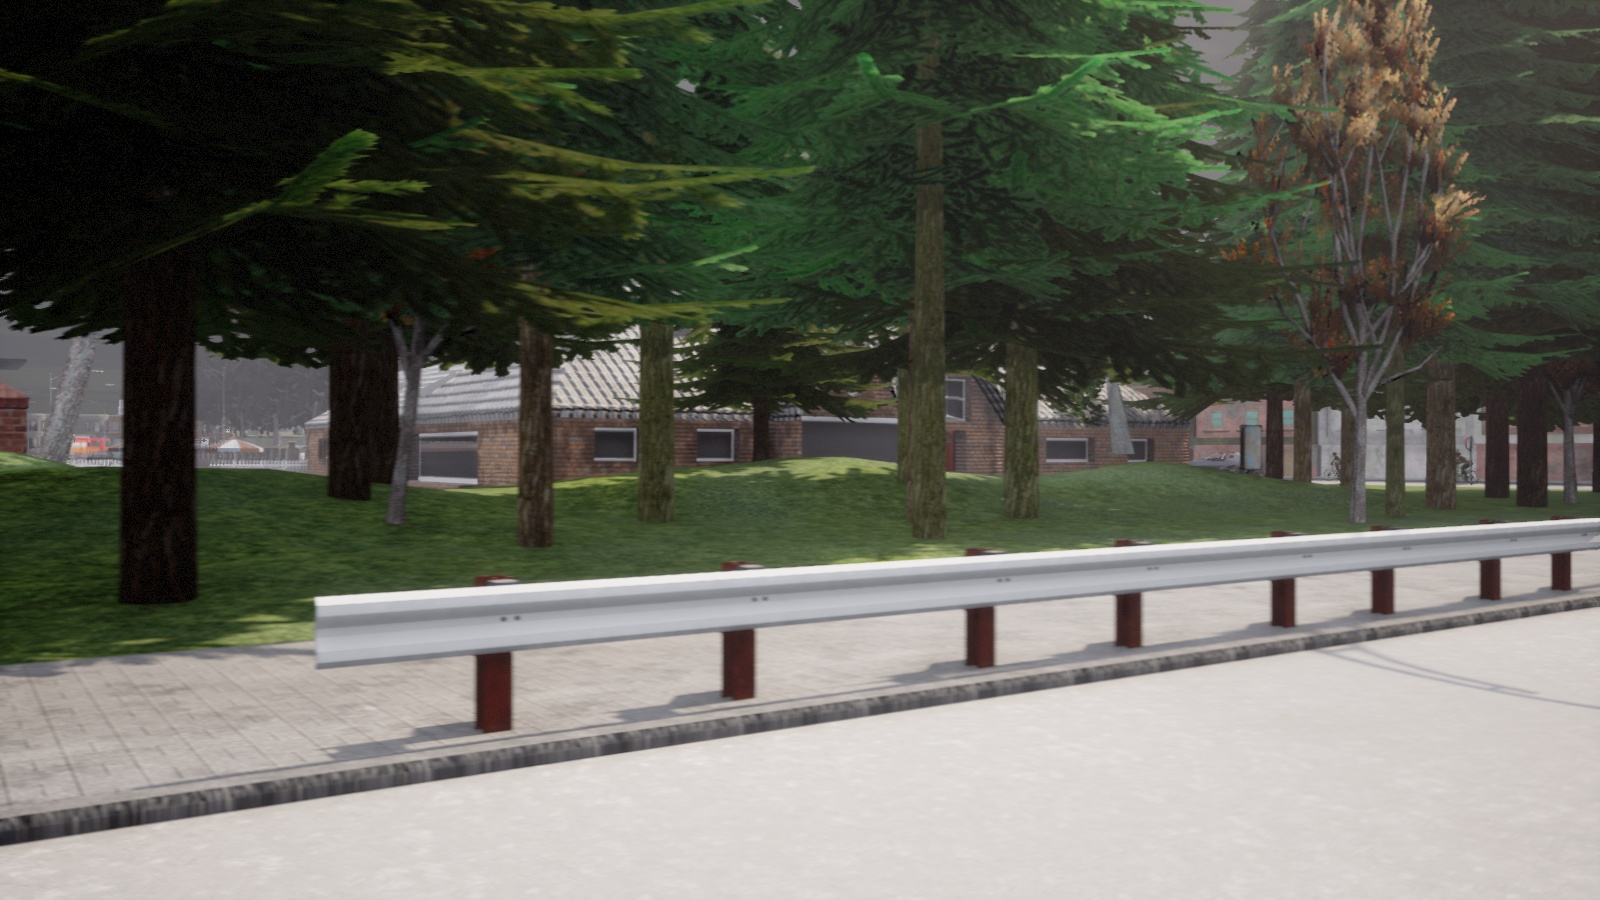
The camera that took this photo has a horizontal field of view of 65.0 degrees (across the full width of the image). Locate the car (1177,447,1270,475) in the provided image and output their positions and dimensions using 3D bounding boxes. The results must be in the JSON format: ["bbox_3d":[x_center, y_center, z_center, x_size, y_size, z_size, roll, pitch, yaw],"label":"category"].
[{"bbox_3d":[25.361,0.655,75.362,2.152,1.651,5.027,0,0,-35],"label":"car"}]
